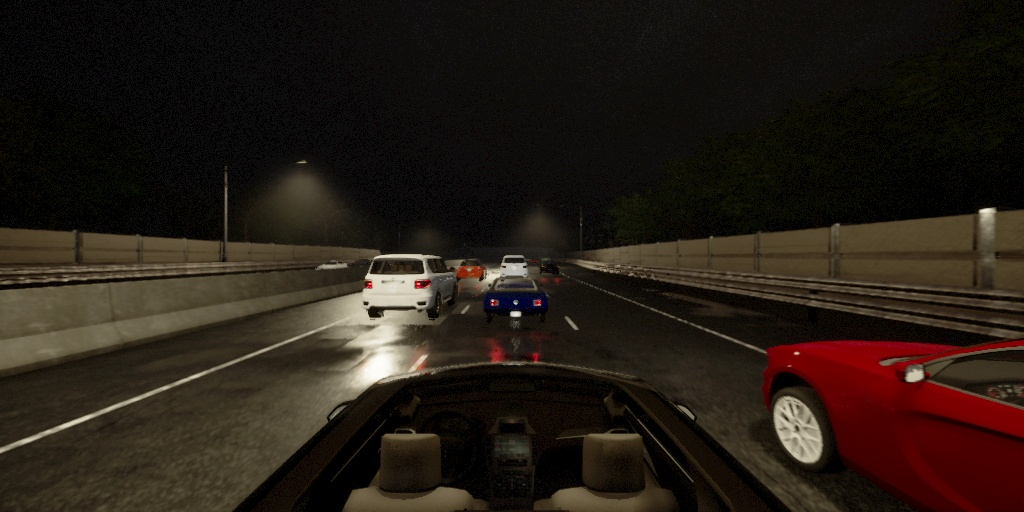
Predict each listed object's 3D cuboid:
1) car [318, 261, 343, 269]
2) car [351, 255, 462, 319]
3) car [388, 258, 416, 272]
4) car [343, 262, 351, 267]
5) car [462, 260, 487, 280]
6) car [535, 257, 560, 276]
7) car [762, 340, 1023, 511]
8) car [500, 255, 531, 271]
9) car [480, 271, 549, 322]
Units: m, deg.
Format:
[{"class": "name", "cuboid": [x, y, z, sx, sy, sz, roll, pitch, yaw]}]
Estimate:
[{"class": "car", "cuboid": [-20.908, 1.282, 42.093, 1.812, 1.442, 4.674, 0, 0, 1]}, {"class": "car", "cuboid": [-3.382, 0.972, 12.875, 2.150, 2.045, 5.566, 0, 0, 0]}, {"class": "car", "cuboid": [-13.871, 1.110, 45.645, 2.097, 1.767, 4.553, 0, 0, 1]}, {"class": "car", "cuboid": [-17.409, 1.235, 42.059, 1.882, 1.535, 5.008, 0, 0, 1]}, {"class": "car", "cuboid": [-3.308, 1.106, 29.971, 2.097, 1.767, 4.553, 0, 0, 0]}, {"class": "car", "cuboid": [3.631, 1.125, 36.364, 1.812, 1.442, 4.674, 0, 0, 0]}, {"class": "car", "cuboid": [3.500, 1.072, 1.641, 1.882, 1.535, 5.008, 0, 0, 0]}, {"class": "car", "cuboid": [0.188, 0.976, 29.437, 2.150, 2.045, 5.566, 0, 0, 0]}, {"class": "car", "cuboid": [0.117, 1.352, 12.350, 1.895, 1.301, 4.718, 0, 0, 0]}]
